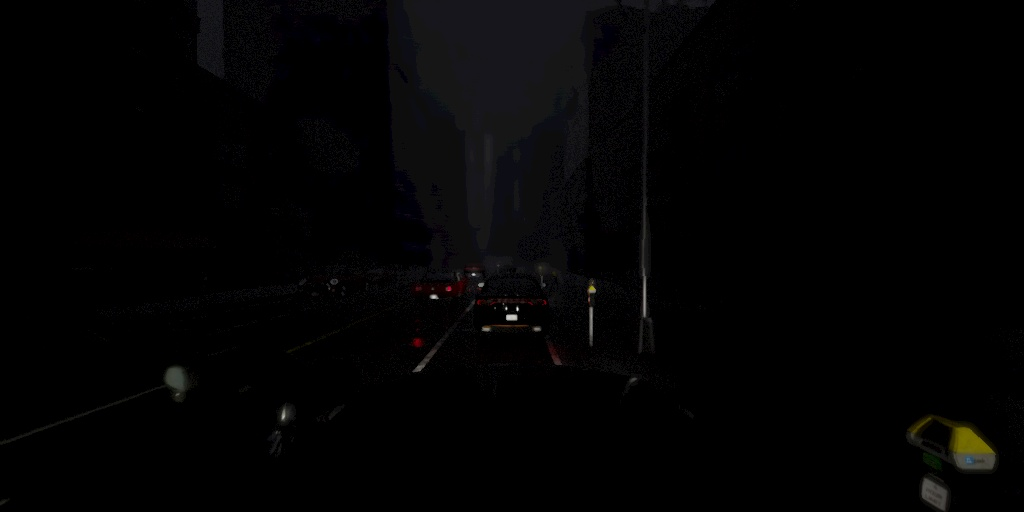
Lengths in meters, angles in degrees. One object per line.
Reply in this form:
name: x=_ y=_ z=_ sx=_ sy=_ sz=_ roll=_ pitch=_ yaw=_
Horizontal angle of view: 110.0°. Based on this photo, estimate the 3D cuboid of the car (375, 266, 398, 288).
car: x=-8.815 y=1.325 z=23.617 sx=1.802 sy=1.307 sz=4.207 roll=0 pitch=0 yaw=0

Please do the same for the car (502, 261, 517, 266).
car: x=-0.273 y=1.287 z=34.789 sx=2.007 sy=1.370 sz=4.403 roll=0 pitch=0 yaw=0

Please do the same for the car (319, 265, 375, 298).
car: x=-8.815 y=1.185 z=18.031 sx=1.967 sy=1.591 sz=4.097 roll=0 pitch=0 yaw=0

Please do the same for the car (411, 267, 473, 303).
car: x=-3.144 y=1.347 z=16.654 sx=1.895 sy=1.301 sz=4.718 roll=0 pitch=0 yaw=0

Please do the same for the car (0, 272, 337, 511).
car: x=-3.145 y=1.101 z=1.947 sx=2.097 sy=1.767 sz=4.553 roll=0 pitch=0 yaw=0

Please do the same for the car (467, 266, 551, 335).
car: x=-0.006 y=1.225 z=10.502 sx=1.882 sy=1.535 sz=5.008 roll=0 pitch=0 yaw=0

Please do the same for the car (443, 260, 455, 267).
car: x=-8.814 y=1.266 z=51.546 sx=1.888 sy=1.381 sz=4.507 roll=0 pitch=0 yaw=0

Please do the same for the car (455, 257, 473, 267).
car: x=-6.147 y=1.073 z=49.215 sx=2.097 sy=1.767 sz=4.553 roll=0 pitch=0 yaw=0

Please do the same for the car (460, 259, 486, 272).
car: x=-3.142 y=1.247 z=31.862 sx=1.837 sy=1.490 sz=4.892 roll=0 pitch=0 yaw=0
